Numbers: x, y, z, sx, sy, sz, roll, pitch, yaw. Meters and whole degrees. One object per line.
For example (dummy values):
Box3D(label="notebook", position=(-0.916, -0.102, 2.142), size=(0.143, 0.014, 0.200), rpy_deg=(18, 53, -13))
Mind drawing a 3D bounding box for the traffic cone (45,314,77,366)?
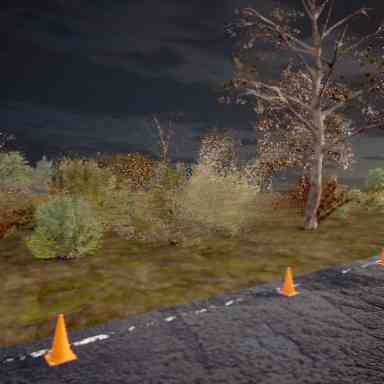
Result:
Box3D(label="traffic cone", position=(-1.790, 1.971, 4.547), size=(0.340, 0.580, 0.340), rpy_deg=(0, 0, -36))

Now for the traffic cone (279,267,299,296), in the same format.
Box3D(label="traffic cone", position=(2.184, 1.983, 7.495), size=(0.340, 0.580, 0.340), rpy_deg=(0, 0, -37))

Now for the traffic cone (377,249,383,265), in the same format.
Box3D(label="traffic cone", position=(6.103, 1.994, 10.517), size=(0.340, 0.580, 0.340), rpy_deg=(0, 0, -38))
